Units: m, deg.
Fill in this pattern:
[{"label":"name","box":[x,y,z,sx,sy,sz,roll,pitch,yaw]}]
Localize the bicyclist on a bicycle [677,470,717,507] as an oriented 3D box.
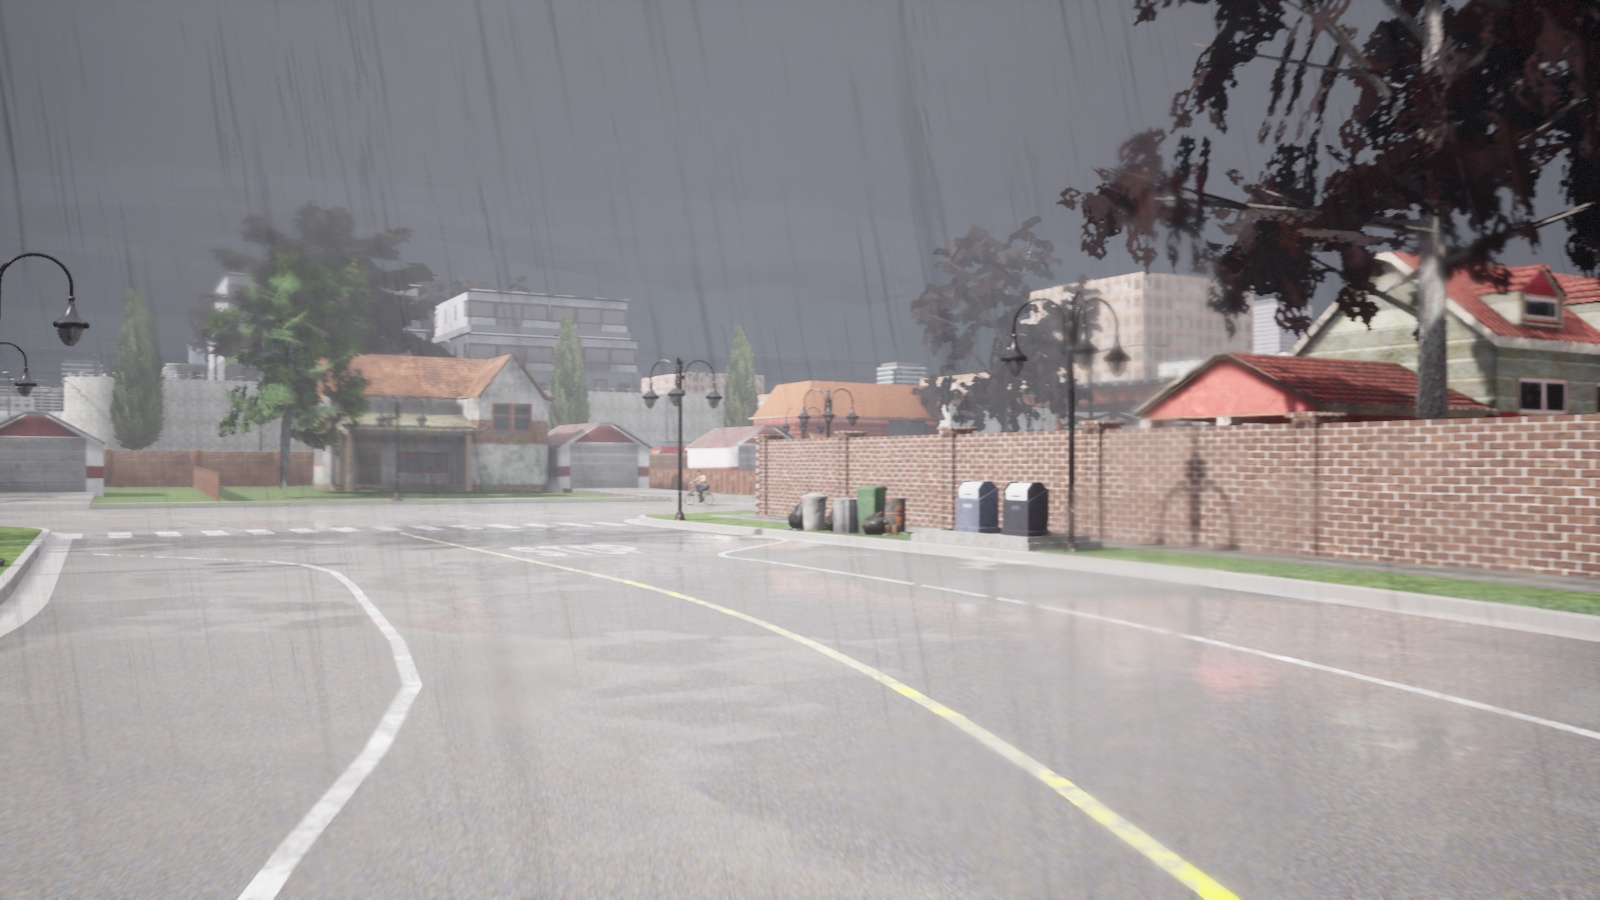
[{"label":"bicyclist on a bicycle","box":[-4.566,1.706,55.840,1.509,1.612,0.866,-1,0,-31]}]
